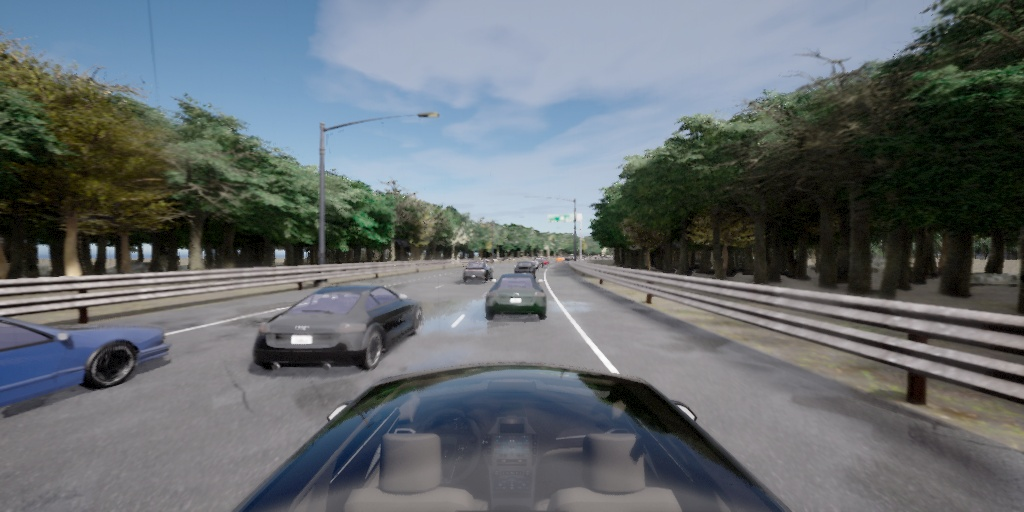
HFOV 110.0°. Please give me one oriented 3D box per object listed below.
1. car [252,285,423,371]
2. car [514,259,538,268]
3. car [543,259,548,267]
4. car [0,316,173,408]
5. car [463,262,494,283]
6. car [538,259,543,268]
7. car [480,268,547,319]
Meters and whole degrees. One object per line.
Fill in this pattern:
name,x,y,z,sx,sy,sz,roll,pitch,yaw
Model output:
car,-3.321,1.301,7.717,1.994,1.385,4.181,0,0,1
car,1.192,1.230,31.984,1.837,1.490,4.892,0,0,4
car,4.335,1.168,59.922,2.128,1.511,4.902,0,0,8
car,-6.885,1.278,3.748,2.033,1.411,5.357,0,0,0
car,-2.518,1.214,27.524,2.128,1.511,4.902,0,0,4
car,2.744,1.298,48.035,1.895,1.301,4.718,0,0,7
car,0.179,1.306,12.791,1.994,1.385,4.181,0,0,2
